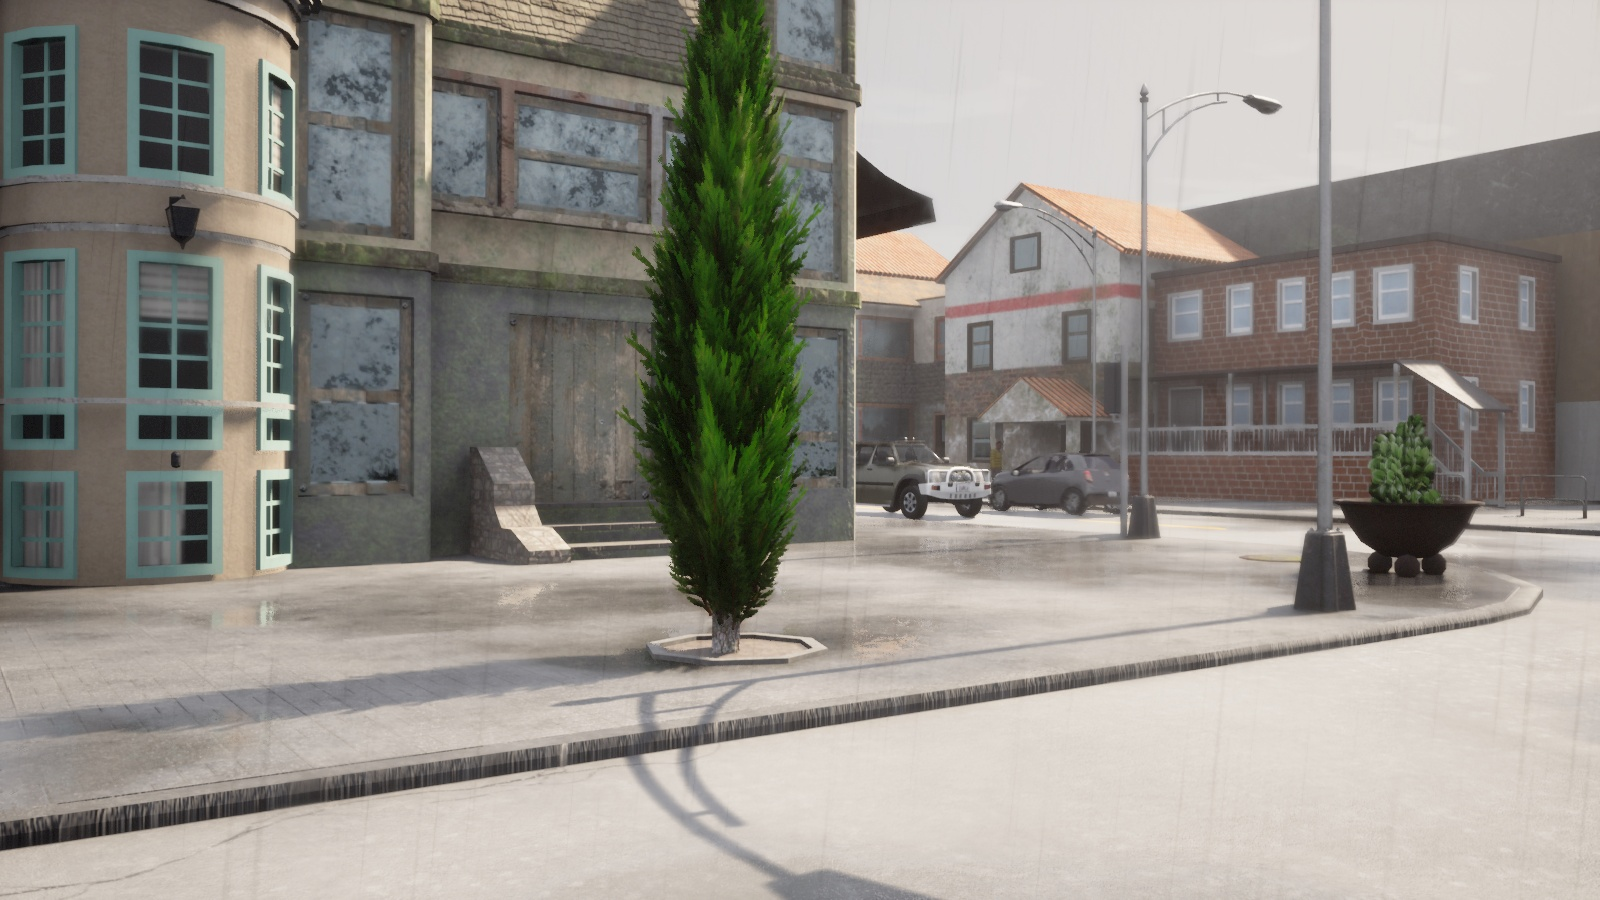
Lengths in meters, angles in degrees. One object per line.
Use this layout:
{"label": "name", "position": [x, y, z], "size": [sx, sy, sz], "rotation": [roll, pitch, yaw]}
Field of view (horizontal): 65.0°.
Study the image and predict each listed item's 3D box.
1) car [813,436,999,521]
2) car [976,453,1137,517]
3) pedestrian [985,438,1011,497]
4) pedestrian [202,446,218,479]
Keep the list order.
{"label": "car", "position": [2.406, 0.628, 29.817], "size": [1.932, 1.855, 4.605], "rotation": [0, 0, -34]}
{"label": "car", "position": [6.316, 0.820, 31.186], "size": [1.845, 1.501, 3.633], "rotation": [0, 0, -35]}
{"label": "pedestrian", "position": [6.226, 0.536, 39.474], "size": [0.431, 1.840, 0.709], "rotation": [0, 0, -33]}
{"label": "pedestrian", "position": [-33.044, 0.692, 70.309], "size": [0.634, 1.844, 0.899], "rotation": [0, 0, -36]}
